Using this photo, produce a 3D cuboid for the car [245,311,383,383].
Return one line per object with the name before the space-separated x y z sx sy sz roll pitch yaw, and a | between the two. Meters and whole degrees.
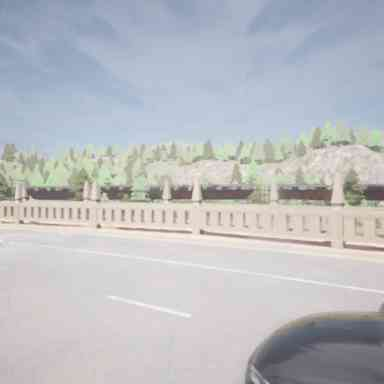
car | 2.656 1.477 1.907 4.902 1.511 2.128 0 0 36
